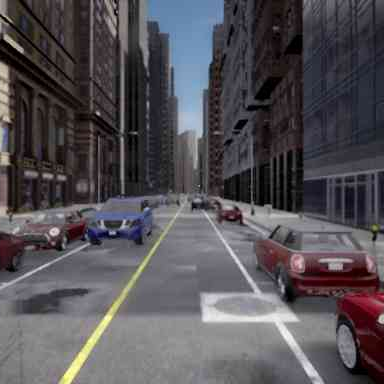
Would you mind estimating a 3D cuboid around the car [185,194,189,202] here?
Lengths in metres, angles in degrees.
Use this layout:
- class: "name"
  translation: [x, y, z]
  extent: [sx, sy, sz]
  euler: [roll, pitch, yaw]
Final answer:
- class: "car"
  translation: [-0.079, 1.603, 76.567]
  extent: [1.994, 1.385, 4.181]
  euler: [0, 0, 0]

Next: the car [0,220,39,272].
- class: "car"
  translation: [-5.768, 1.600, 8.306]
  extent: [1.802, 1.307, 4.206]
  euler: [0, 0, 0]

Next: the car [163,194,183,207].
- class: "car"
  translation: [-3.122, 1.341, 55.211]
  extent: [2.150, 2.045, 5.566]
  euler: [0, 0, 0]

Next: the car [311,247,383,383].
- class: "car"
  translation: [2.763, 1.550, 2.724]
  extent: [1.887, 1.381, 4.507]
  euler: [0, 0, 0]

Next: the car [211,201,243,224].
- class: "car"
  translation: [2.740, 1.597, 25.132]
  extent: [1.887, 1.381, 4.507]
  euler: [0, 0, 0]

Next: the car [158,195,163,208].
- class: "car"
  translation: [-5.808, 1.416, 47.519]
  extent: [2.192, 1.841, 5.009]
  euler: [0, 0, 0]

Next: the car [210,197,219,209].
- class: "car"
  translation: [2.722, 1.654, 41.939]
  extent: [1.947, 1.339, 4.313]
  euler: [0, 0, 0]

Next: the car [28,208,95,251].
- class: "car"
  translation: [-5.773, 1.470, 13.909]
  extent: [1.967, 1.590, 4.097]
  euler: [0, 0, 0]

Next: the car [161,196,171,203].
- class: "car"
  translation: [-5.839, 1.614, 75.528]
  extent: [1.967, 1.590, 4.097]
  euler: [0, 0, 0]

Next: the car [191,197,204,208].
- class: "car"
  translation: [0.787, 1.616, 51.788]
  extent: [1.837, 1.490, 4.892]
  euler: [0, 0, 0]

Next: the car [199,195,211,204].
- class: "car"
  translation: [2.693, 1.473, 69.949]
  extent: [2.192, 1.841, 5.009]
  euler: [0, 0, 0]

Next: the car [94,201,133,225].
- class: "car"
  translation: [-5.785, 1.493, 25.112]
  extent: [1.967, 1.590, 4.097]
  euler: [0, 0, 0]

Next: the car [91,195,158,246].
- class: "car"
  translation: [-3.118, 1.254, 15.772]
  extent: [2.150, 2.045, 5.566]
  euler: [0, 0, 0]

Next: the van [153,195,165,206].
- class: "van"
  translation: [-5.820, 1.470, 58.722]
  extent: [1.690, 1.788, 3.998]
  euler: [0, 0, 0]

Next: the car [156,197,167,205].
- class: "car"
  translation: [-5.827, 1.669, 64.153]
  extent: [1.752, 1.417, 4.829]
  euler: [0, 0, 0]

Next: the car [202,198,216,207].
- class: "car"
  translation: [2.710, 1.665, 53.142]
  extent: [2.008, 1.369, 4.403]
  euler: [0, 0, 0]

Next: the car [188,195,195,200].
- class: "car"
  translation: [-0.099, 1.602, 95.442]
  extent: [2.128, 1.511, 4.902]
  euler: [0, 0, 0]

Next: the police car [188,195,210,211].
- class: "police car"
  translation: [0.816, 1.514, 41.895]
  extent: [1.930, 1.638, 5.238]
  euler: [0, 0, 0]

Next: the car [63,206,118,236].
- class: "car"
  translation: [-5.780, 1.607, 19.510]
  extent: [1.947, 1.339, 4.313]
  euler: [0, 0, 0]

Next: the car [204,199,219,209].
- class: "car"
  translation: [2.716, 1.667, 47.541]
  extent: [1.947, 1.339, 4.313]
  euler: [0, 0, 0]

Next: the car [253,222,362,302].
- class: "car"
  translation: [2.758, 1.457, 8.326]
  extent: [1.967, 1.590, 4.097]
  euler: [0, 0, 0]

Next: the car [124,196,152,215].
- class: "car"
  translation: [-5.796, 1.391, 36.316]
  extent: [2.192, 1.841, 5.009]
  euler: [0, 0, 0]

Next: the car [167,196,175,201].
- class: "car"
  translation: [-5.857, 1.804, 92.332]
  extent: [1.802, 1.307, 4.206]
  euler: [0, 0, 0]

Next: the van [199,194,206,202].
- class: "van"
  translation: [2.675, 1.546, 86.755]
  extent: [1.690, 1.788, 3.998]
  euler: [0, 0, 0]

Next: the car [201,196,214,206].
- class: "car"
  translation: [2.704, 1.568, 58.745]
  extent: [1.967, 1.590, 4.097]
  euler: [0, 0, 0]

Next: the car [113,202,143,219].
- class: "car"
  translation: [-5.791, 1.630, 30.713]
  extent: [1.947, 1.339, 4.313]
  euler: [0, 0, 0]

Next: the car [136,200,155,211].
- class: "car"
  translation: [-5.803, 1.670, 41.917]
  extent: [1.802, 1.307, 4.206]
  euler: [0, 0, 0]
